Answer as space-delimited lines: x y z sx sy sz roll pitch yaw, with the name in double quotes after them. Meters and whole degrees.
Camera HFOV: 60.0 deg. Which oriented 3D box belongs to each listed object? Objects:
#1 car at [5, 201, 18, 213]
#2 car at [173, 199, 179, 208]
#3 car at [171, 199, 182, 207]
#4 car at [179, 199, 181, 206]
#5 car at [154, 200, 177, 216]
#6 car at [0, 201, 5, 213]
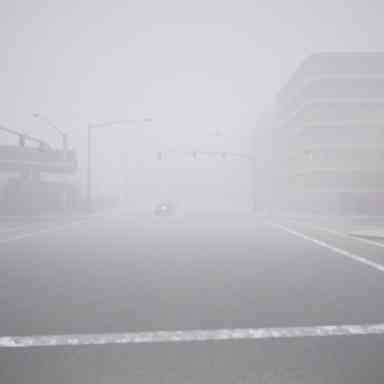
-24.024 1.887 41.491 3.806 1.475 1.970 0 -1 1 "car"
-3.219 1.996 47.322 1.837 1.490 4.892 0 -1 0 "car"
-3.324 2.255 70.798 2.128 1.511 4.902 0 -1 0 "car"
-3.290 2.171 58.492 1.994 1.385 4.181 0 -1 0 "car"
-3.110 1.937 37.447 2.033 1.411 5.357 0 -1 -1 "car"
-23.308 1.667 35.742 4.611 1.667 2.242 0 -1 1 "car"
